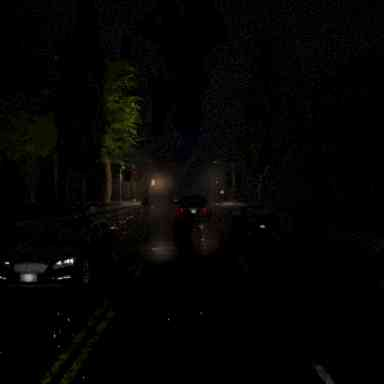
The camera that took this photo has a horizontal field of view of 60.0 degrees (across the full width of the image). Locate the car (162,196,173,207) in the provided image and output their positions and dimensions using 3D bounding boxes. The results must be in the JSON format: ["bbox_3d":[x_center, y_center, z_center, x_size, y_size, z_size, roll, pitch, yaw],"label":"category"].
[{"bbox_3d":[-3.327,1.349,50.779,2.097,1.767,4.553,0,0,0],"label":"car"}]

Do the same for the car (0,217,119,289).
[{"bbox_3d":[-3.351,1.496,9.268,2.128,1.511,4.902,0,0,0],"label":"car"}]

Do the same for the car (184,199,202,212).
[{"bbox_3d":[0.100,1.550,39.735,1.994,1.385,4.181,0,0,0],"label":"car"}]

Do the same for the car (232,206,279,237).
[{"bbox_3d":[3.350,1.480,18.268,1.882,1.535,5.008,0,0,0],"label":"car"}]

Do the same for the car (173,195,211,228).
[{"bbox_3d":[0.100,1.223,22.107,2.150,2.045,5.566,0,0,0],"label":"car"}]

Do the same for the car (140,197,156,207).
[{"bbox_3d":[-6.581,1.499,50.236,1.837,1.490,4.892,0,0,0],"label":"car"}]
